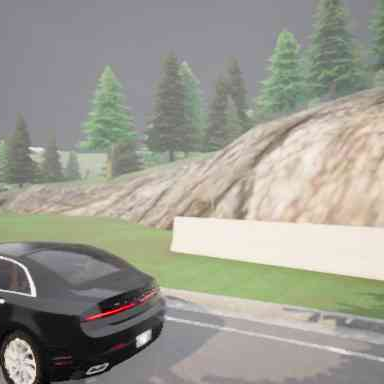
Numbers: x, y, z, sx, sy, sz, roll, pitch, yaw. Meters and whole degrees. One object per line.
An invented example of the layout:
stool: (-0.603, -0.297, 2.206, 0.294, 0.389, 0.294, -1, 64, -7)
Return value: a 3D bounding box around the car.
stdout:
car: (-2.720, 1.527, 5.140, 4.892, 1.490, 1.837, 0, 0, 28)
